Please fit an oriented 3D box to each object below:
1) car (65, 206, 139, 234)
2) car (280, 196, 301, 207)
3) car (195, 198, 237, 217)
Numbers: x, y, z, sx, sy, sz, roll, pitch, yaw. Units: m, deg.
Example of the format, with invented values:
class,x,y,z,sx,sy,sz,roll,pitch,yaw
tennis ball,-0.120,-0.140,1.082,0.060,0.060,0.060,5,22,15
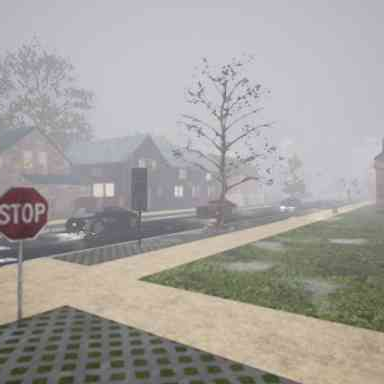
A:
class,x,y,z,sx,sy,sz,roll,pitch,yaw
car,-4.943,1.474,18.717,1.994,1.385,4.181,1,1,33
car,13.817,1.305,46.607,1.994,1.385,4.181,1,1,34
car,2.200,1.322,29.416,1.882,1.535,5.008,1,1,34
